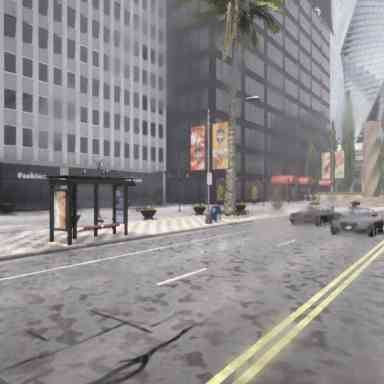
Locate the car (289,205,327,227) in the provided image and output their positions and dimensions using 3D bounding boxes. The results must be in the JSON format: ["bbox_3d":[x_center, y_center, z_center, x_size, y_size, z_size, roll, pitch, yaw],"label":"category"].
[{"bbox_3d":[8.430,1.600,22.768,1.895,1.301,4.718,0,0,42],"label":"car"}]

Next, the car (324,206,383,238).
[{"bbox_3d":[8.968,1.563,17.906,1.994,1.385,4.181,0,0,40],"label":"car"}]
